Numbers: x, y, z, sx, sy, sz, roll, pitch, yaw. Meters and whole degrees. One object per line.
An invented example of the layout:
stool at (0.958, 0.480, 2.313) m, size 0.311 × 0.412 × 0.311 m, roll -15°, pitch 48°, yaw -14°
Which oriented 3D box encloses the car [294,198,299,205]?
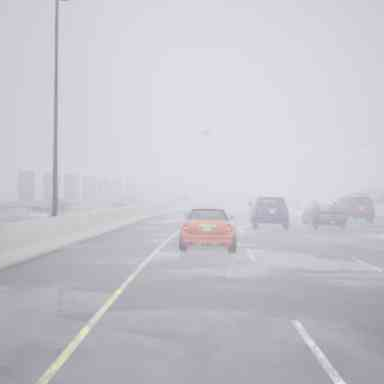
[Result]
car at (18.056, 1.742, 59.444) m, size 1.994 × 1.385 × 4.181 m, roll 0°, pitch 0°, yaw 20°

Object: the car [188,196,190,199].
car at (-1.629, 1.333, 56.970) m, size 2.097 × 1.767 × 4.553 m, roll 1°, pitch 0°, yaw 15°

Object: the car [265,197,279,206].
car at (14.547, 1.649, 60.165) m, size 1.837 × 1.490 × 4.892 m, roll 0°, pitch 0°, yaw 20°

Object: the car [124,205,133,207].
car at (-8.877, 1.512, 43.778) m, size 1.895 × 1.301 × 4.718 m, roll 1°, pitch 0°, yaw 14°

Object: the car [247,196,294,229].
car at (5.028, 1.272, 22.111) m, size 2.150 × 2.045 × 5.566 m, roll 0°, pitch 0°, yaw 7°

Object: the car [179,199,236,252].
car at (0.730, 1.360, 14.189) m, size 2.097 × 1.767 × 4.553 m, roll 1°, pitch 0°, yaw 5°

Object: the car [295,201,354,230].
car at (8.574, 1.577, 21.960) m, size 2.128 × 1.511 × 4.902 m, roll 0°, pitch 0°, yaw 7°

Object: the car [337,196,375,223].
car at (12.844, 1.347, 26.880) m, size 2.150 × 2.045 × 5.566 m, roll 0°, pitch 0°, yaw 10°

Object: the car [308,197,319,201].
car at (21.414, 1.703, 58.528) m, size 2.128 × 1.511 × 4.902 m, roll 0°, pitch 0°, yaw 20°

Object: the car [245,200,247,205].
car at (10.984, 1.634, 60.718) m, size 1.812 × 1.442 × 4.674 m, roll 0°, pitch 0°, yaw 21°
